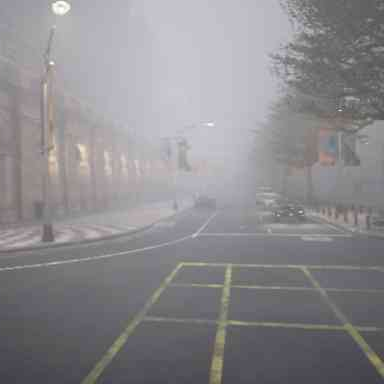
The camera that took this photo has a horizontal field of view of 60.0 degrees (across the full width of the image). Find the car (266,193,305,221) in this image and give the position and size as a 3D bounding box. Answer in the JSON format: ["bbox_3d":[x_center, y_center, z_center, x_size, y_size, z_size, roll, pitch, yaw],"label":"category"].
[{"bbox_3d":[6.377,1.090,22.623,1.837,1.490,4.892,0,1,8],"label":"car"}]

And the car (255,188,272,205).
[{"bbox_3d":[9.293,0.476,42.413,2.150,2.045,5.566,0,1,8],"label":"car"}]

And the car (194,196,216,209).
[{"bbox_3d":[1.386,1.045,34.799,1.895,1.301,4.718,0,1,8],"label":"car"}]

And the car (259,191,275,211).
[{"bbox_3d":[7.737,0.958,31.781,1.812,1.442,4.674,0,1,9],"label":"car"}]
